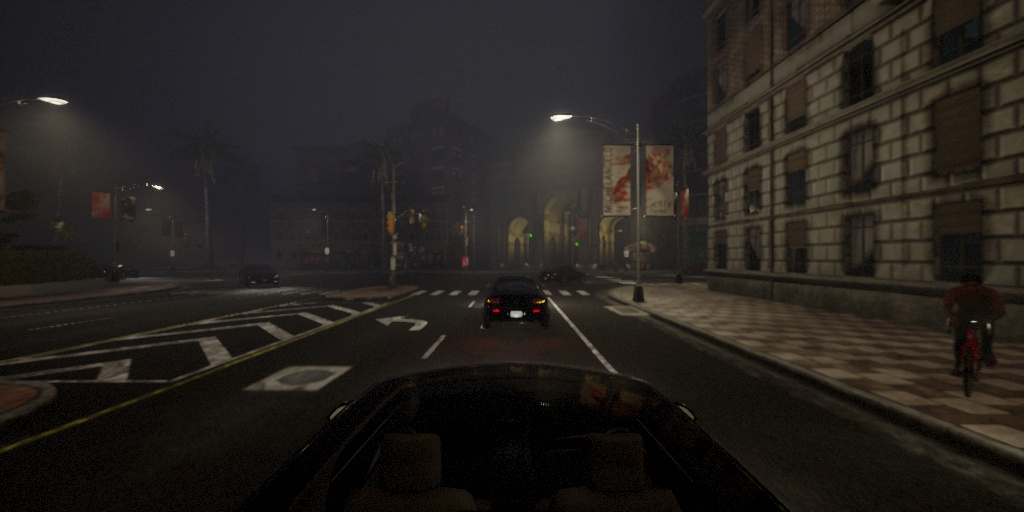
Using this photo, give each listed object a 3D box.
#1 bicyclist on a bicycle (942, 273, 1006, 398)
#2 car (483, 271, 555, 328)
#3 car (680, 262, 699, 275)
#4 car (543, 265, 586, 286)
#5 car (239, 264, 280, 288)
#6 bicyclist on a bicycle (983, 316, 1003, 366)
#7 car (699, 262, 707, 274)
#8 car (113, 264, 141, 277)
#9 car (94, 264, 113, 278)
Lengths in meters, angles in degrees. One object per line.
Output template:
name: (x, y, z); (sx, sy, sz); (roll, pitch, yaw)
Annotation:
bicyclist on a bicycle: (6.431, 1.065, 5.010); (1.656, 1.620, 0.582); (0, 0, -34)
car: (0.122, 1.315, 11.429); (1.812, 1.442, 4.674); (0, 0, 0)
car: (21.514, 1.439, 41.036); (4.674, 1.442, 1.812); (0, 0, 1)
car: (3.764, 1.377, 26.545); (1.812, 1.442, 4.674); (-1, -1, 39)
car: (-17.882, 1.321, 25.317); (1.882, 1.535, 5.008); (1, -1, -43)
bicyclist on a bicycle: (4.158, 1.126, 1.978); (1.656, 1.620, 0.582); (-10, -2, 17)
car: (23.057, 1.447, 37.536); (5.357, 1.411, 2.033); (0, 0, 1)
car: (-38.579, 1.442, 34.563); (4.181, 1.385, 1.994); (0, 0, 1)
car: (-38.225, 1.465, 31.057); (4.718, 1.301, 1.895); (0, 0, 1)
